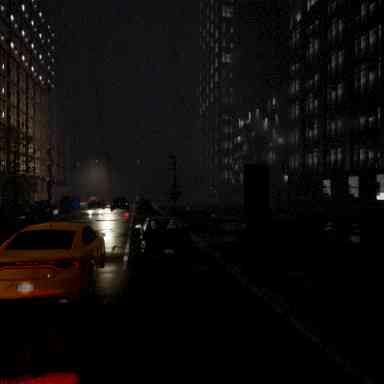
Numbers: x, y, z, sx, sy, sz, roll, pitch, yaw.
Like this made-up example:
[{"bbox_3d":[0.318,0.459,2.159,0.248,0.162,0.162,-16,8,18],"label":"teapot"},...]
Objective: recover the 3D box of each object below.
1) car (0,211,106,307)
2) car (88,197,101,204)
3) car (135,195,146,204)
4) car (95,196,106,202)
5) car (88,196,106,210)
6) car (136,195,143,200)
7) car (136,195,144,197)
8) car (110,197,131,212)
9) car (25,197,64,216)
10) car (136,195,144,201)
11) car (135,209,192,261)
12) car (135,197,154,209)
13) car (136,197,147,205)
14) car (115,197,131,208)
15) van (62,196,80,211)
[{"bbox_3d":[-3.227,1.470,8.081,1.882,1.535,5.008,0,0,-10],"label":"car"},{"bbox_3d":[-17.854,1.515,60.808,1.802,1.307,4.206,0,0,-10],"label":"car"},{"bbox_3d":[-9.590,1.393,62.193,1.967,1.590,4.097,0,0,-10],"label":"car"},{"bbox_3d":[-19.722,1.488,71.934,1.947,1.339,4.313,0,0,-10],"label":"car"},{"bbox_3d":[-12.017,1.522,42.330,1.994,1.385,4.181,0,0,-10],"label":"car"},{"bbox_3d":[-14.259,1.468,90.018,1.887,1.381,4.507,0,0,-10],"label":"car"},{"bbox_3d":[-7.721,1.530,51.064,1.947,1.339,4.313,0,0,-10],"label":"car"},{"bbox_3d":[-8.322,1.321,38.770,2.097,1.767,4.553,0,0,-9],"label":"car"},{"bbox_3d":[-12.253,1.405,27.426,1.967,1.590,4.097,0,0,-10],"label":"car"},{"bbox_3d":[-12.391,1.501,78.889,1.947,1.339,4.313,0,0,-10],"label":"car"},{"bbox_3d":[-1.057,1.547,12.134,2.008,1.369,4.403,0,0,-10],"label":"car"},{"bbox_3d":[-4.919,1.545,34.370,1.947,1.339,4.313,0,0,-10],"label":"car"},{"bbox_3d":[-8.655,1.540,56.629,1.802,1.307,4.206,0,0,-10],"label":"car"},{"bbox_3d":[-10.033,1.507,48.634,2.033,1.411,5.357,0,0,-9],"label":"car"},{"bbox_3d":[-14.122,1.296,38.553,1.690,1.788,3.998,0,0,-10],"label":"van"}]
